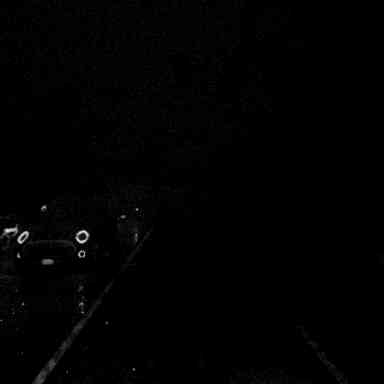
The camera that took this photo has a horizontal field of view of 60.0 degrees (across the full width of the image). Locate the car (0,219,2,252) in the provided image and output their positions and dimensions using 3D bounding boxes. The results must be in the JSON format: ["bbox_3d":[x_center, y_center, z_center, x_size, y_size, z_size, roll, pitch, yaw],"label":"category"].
[{"bbox_3d":[-7.235,1.396,9.983,2.033,1.411,5.357,-1,2,-1],"label":"car"}]

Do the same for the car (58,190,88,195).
[{"bbox_3d":[-7.393,0.805,20.186,2.097,1.767,4.553,-1,3,-1],"label":"car"}]

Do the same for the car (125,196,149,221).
[{"bbox_3d":[-3.904,0.980,21.023,1.895,1.301,4.718,-1,3,-1],"label":"car"}]

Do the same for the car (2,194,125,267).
[{"bbox_3d":[-3.748,1.140,10.771,2.097,1.767,4.553,-1,2,-1],"label":"car"}]
